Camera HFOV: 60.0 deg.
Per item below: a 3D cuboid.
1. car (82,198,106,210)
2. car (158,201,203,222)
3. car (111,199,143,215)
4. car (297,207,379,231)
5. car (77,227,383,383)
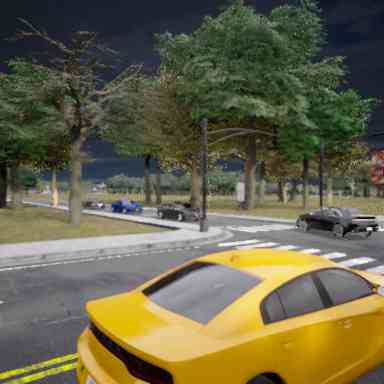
[{"bbox_3d":[-12.819,1.503,43.397,2.128,1.511,4.902,0,0,-35],"label":"car"},{"bbox_3d":[-1.020,1.536,26.825,1.837,1.490,4.892,0,0,-35],"label":"car"},{"bbox_3d":[-6.918,1.497,35.105,1.882,1.535,5.008,0,0,-35],"label":"car"},{"bbox_3d":[7.717,1.552,18.169,2.128,1.511,4.902,1,0,-18],"label":"car"},{"bbox_3d":[1.170,1.490,4.277,5.008,1.535,1.882,0,0,-36],"label":"car"}]
